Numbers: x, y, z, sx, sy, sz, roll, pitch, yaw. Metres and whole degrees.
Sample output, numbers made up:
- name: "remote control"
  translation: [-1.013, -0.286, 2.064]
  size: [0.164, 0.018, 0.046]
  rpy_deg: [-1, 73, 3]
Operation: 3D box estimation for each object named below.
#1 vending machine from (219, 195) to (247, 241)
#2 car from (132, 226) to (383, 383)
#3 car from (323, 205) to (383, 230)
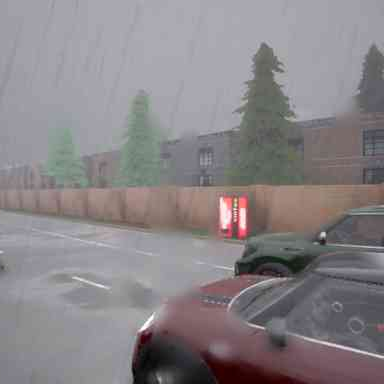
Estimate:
- name: "vending machine"
  translation: [1.982, 1.195, 16.014]
  size: [0.880, 2.100, 1.100]
  rpy_deg: [0, 0, 42]
- name: "car"
  translation: [1.573, 1.356, 3.032]
  size: [4.553, 1.767, 2.097]
  rpy_deg: [1, 0, 36]
- name: "car"
  translation: [3.492, 1.222, 5.871]
  size: [5.566, 2.045, 2.150]
  rpy_deg: [0, 0, 38]
